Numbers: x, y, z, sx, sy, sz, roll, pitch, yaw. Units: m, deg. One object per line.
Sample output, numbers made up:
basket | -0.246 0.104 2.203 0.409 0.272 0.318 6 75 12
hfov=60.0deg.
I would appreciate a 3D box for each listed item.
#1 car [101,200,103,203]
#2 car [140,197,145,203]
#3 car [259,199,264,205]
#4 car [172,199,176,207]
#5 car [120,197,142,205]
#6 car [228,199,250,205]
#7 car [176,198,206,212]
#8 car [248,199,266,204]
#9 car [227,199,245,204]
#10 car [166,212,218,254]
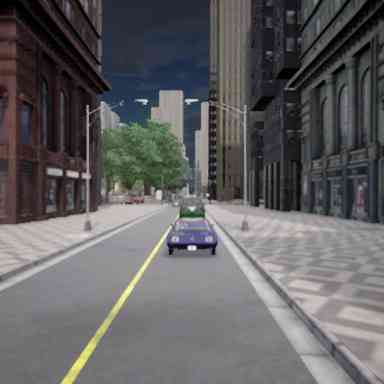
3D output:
car | -25.900 2.495 88.405 4.313 1.339 1.947 0 0 0
car | -14.988 2.245 88.338 5.009 1.841 2.192 0 0 0
car | 17.148 2.556 79.622 4.403 1.369 2.008 0 0 0
car | -2.992 2.220 65.751 2.128 1.511 4.902 0 -1 1
car | -15.029 2.545 79.814 4.313 1.339 1.947 0 0 0
car | 11.805 2.525 79.654 4.829 1.417 1.752 0 0 0
car | 0.014 1.509 29.029 2.150 2.045 5.566 0 0 0
car | 17.190 2.523 88.147 4.313 1.339 1.947 0 0 0
car | 11.677 2.501 88.180 4.403 1.369 2.008 0 0 0
car | 0.008 1.739 14.106 1.895 1.301 4.718 0 -1 0
